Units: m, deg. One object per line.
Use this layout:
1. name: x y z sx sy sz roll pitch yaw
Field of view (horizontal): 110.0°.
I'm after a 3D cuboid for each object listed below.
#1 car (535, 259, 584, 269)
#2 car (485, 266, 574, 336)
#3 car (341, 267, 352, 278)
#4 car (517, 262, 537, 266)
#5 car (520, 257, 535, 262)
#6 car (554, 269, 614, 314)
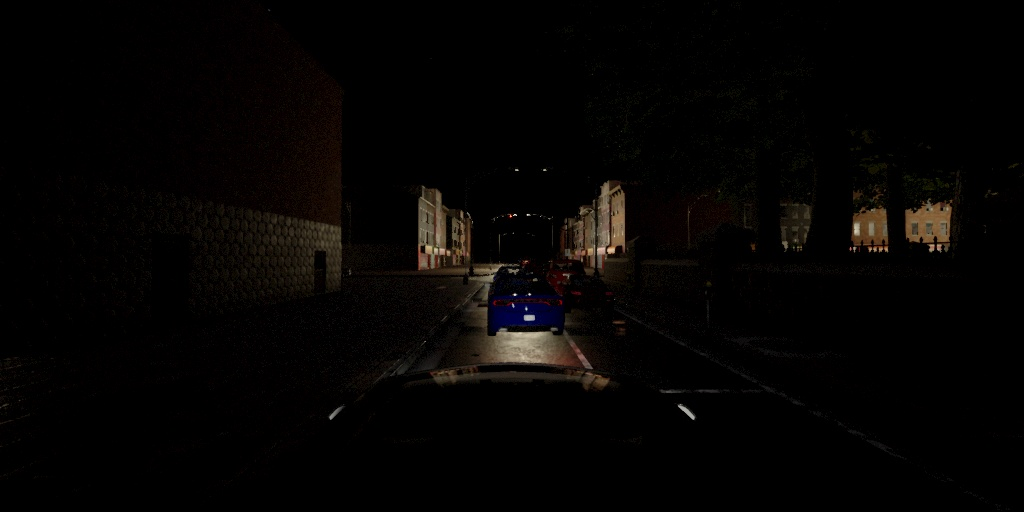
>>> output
1. car: 2.634 1.074 19.004 2.192 1.841 5.009 0 0 0
2. car: 0.226 1.230 10.482 1.882 1.535 5.008 0 0 -4
3. car: -16.241 1.225 30.558 4.902 1.511 2.128 0 -1 0
4. car: 0.066 1.236 18.048 1.882 1.535 5.008 0 0 1
5. car: 3.198 1.129 30.621 4.553 1.767 2.097 0 0 0
6. car: 2.635 1.336 13.555 1.802 1.307 4.207 0 0 0
